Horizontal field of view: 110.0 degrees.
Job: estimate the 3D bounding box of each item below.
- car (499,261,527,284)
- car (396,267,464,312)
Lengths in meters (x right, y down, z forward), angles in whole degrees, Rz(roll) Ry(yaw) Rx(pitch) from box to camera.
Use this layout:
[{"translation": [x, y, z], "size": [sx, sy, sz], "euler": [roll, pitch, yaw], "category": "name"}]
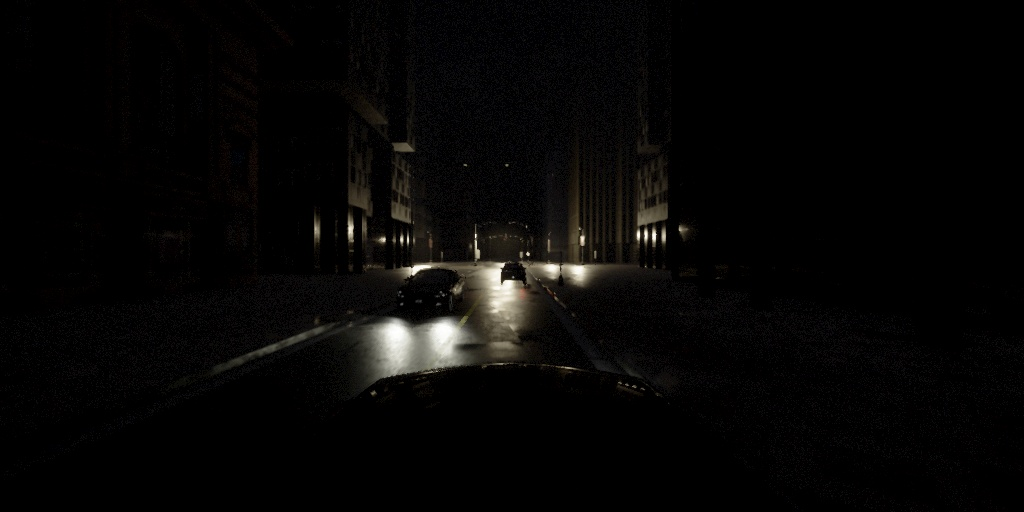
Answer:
[{"translation": [0.087, 1.252, 26.990], "size": [2.128, 1.511, 4.902], "euler": [0, 0, 0], "category": "car"}, {"translation": [-3.092, 1.233, 14.391], "size": [1.882, 1.535, 5.008], "euler": [0, 0, 0], "category": "car"}]
